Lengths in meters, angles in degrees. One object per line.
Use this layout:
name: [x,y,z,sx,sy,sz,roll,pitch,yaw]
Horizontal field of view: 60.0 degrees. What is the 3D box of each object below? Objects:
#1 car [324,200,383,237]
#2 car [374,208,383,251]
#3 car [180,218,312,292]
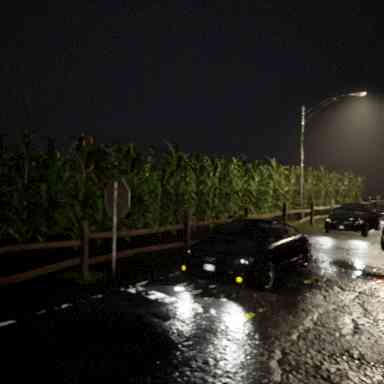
car: [8.237,1.296,16.823,1.812,1.442,4.674,2,2,39]
car: [8.334,1.393,12.312,1.812,1.442,4.674,2,2,40]
car: [1.586,1.402,8.632,1.994,1.385,4.181,2,2,38]
